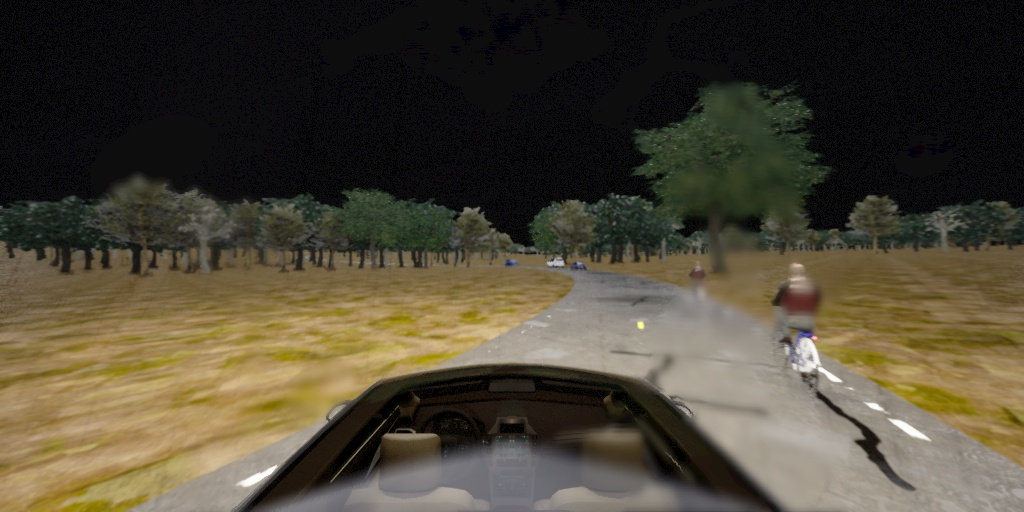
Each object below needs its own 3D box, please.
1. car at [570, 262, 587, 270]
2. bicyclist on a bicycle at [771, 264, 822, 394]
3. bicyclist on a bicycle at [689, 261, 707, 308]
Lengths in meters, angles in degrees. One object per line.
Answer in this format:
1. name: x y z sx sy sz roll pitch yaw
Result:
1. car: 11.197 1.655 60.516 1.812 1.442 4.674 -1 -1 -6
2. bicyclist on a bicycle: 4.235 1.001 5.419 0.659 1.776 1.843 1 0 22
3. bicyclist on a bicycle: 7.205 1.084 13.907 0.659 1.776 1.843 -2 -1 18
